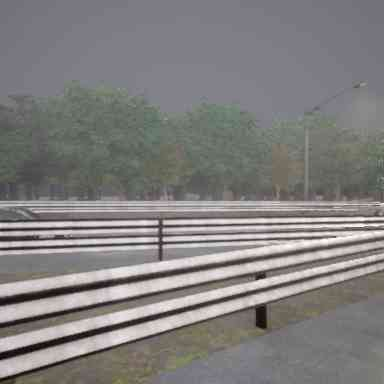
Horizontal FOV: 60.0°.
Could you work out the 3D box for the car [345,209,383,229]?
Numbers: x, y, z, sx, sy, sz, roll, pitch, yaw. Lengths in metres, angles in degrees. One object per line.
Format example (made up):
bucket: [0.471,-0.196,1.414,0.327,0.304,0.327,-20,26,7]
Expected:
car: [10.757,1.623,19.035,4.718,1.301,1.895,1,0,-17]

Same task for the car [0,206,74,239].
car: [-7.342,1.333,13.380,4.892,1.490,1.837,1,0,-17]
